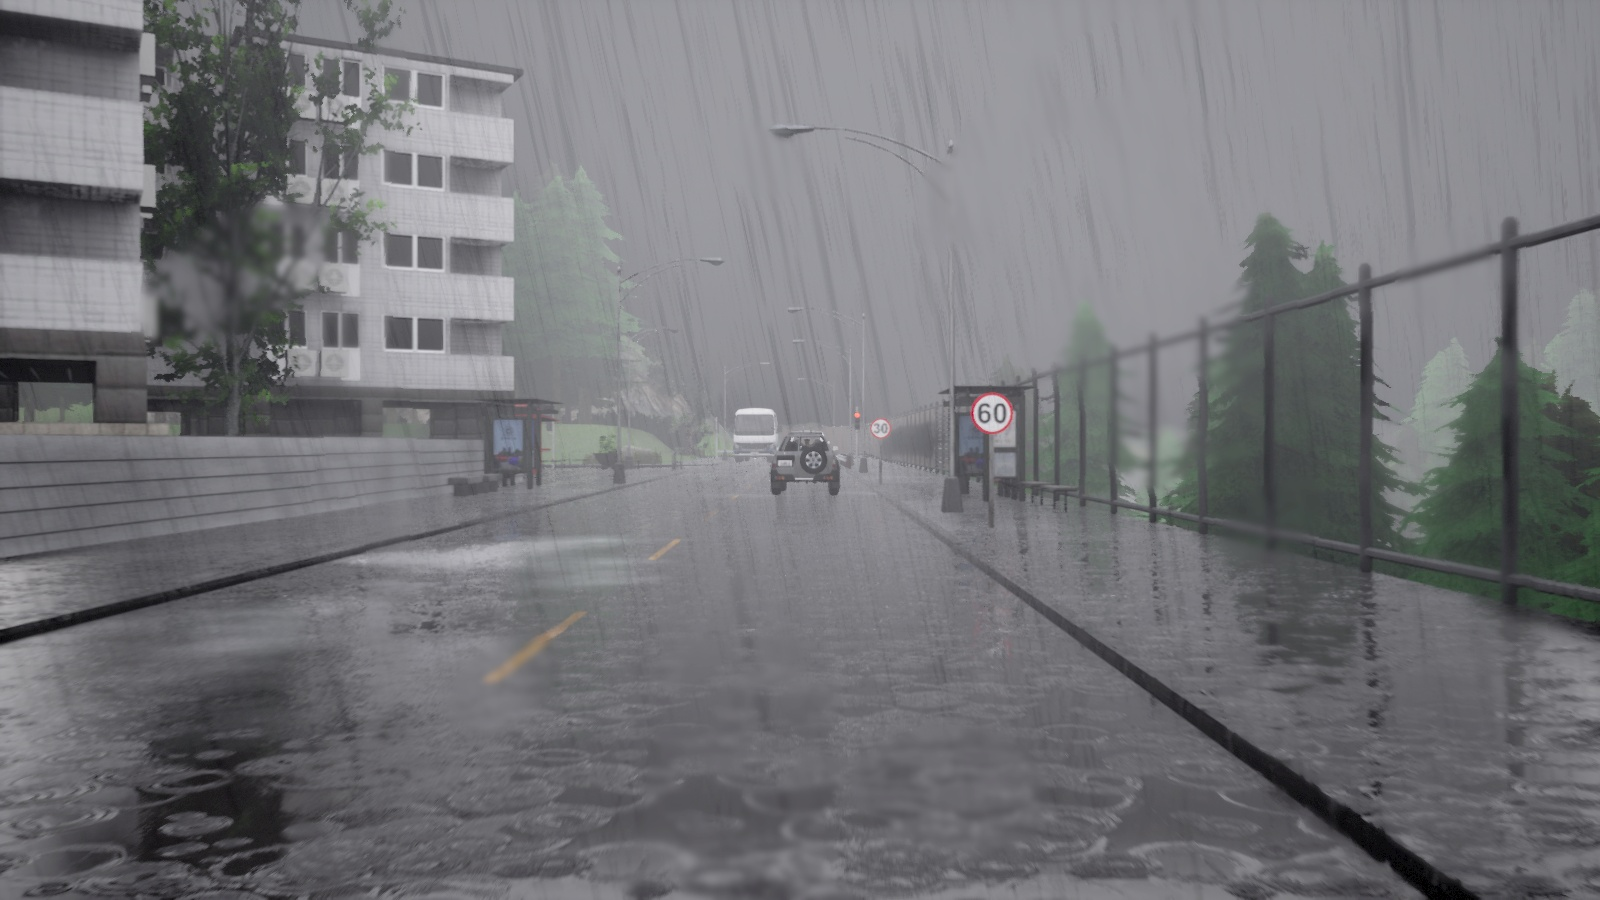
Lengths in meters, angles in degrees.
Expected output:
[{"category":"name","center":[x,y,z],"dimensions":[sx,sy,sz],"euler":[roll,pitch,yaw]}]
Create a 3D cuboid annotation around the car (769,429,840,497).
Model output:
[{"category":"car","center":[0.197,0.355,36.852],"dimensions":[1.932,1.855,4.605],"euler":[0,0,2]}]
